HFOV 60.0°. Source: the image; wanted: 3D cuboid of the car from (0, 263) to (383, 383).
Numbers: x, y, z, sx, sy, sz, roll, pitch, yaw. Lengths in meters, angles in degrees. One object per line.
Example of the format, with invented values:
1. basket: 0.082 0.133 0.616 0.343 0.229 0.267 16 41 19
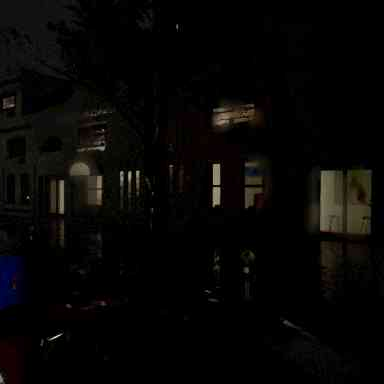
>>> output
1. car: -0.314 1.582 3.091 4.206 1.307 1.802 0 1 35

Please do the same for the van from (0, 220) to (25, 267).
1. van: -4.839 1.340 6.302 3.998 1.788 1.690 0 1 35
